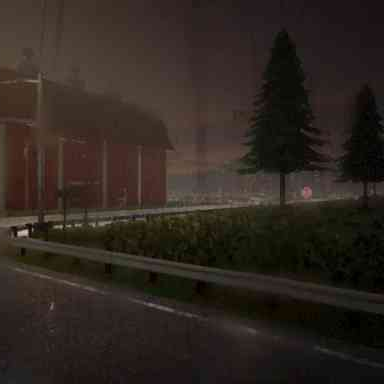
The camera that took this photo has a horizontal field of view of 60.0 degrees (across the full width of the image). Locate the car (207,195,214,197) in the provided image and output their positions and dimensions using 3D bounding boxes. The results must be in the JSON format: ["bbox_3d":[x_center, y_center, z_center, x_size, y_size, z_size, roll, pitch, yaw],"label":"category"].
[{"bbox_3d":[5.145,1.546,94.586,1.784,1.438,3.905,0,0,36],"label":"car"}]

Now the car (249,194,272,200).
[{"bbox_3d":[11.186,1.352,54.369,2.150,2.045,5.566,0,0,37],"label":"car"}]

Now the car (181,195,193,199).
[{"bbox_3d":[-1.425,1.530,83.460,1.816,1.474,4.193,0,0,36],"label":"car"}]
